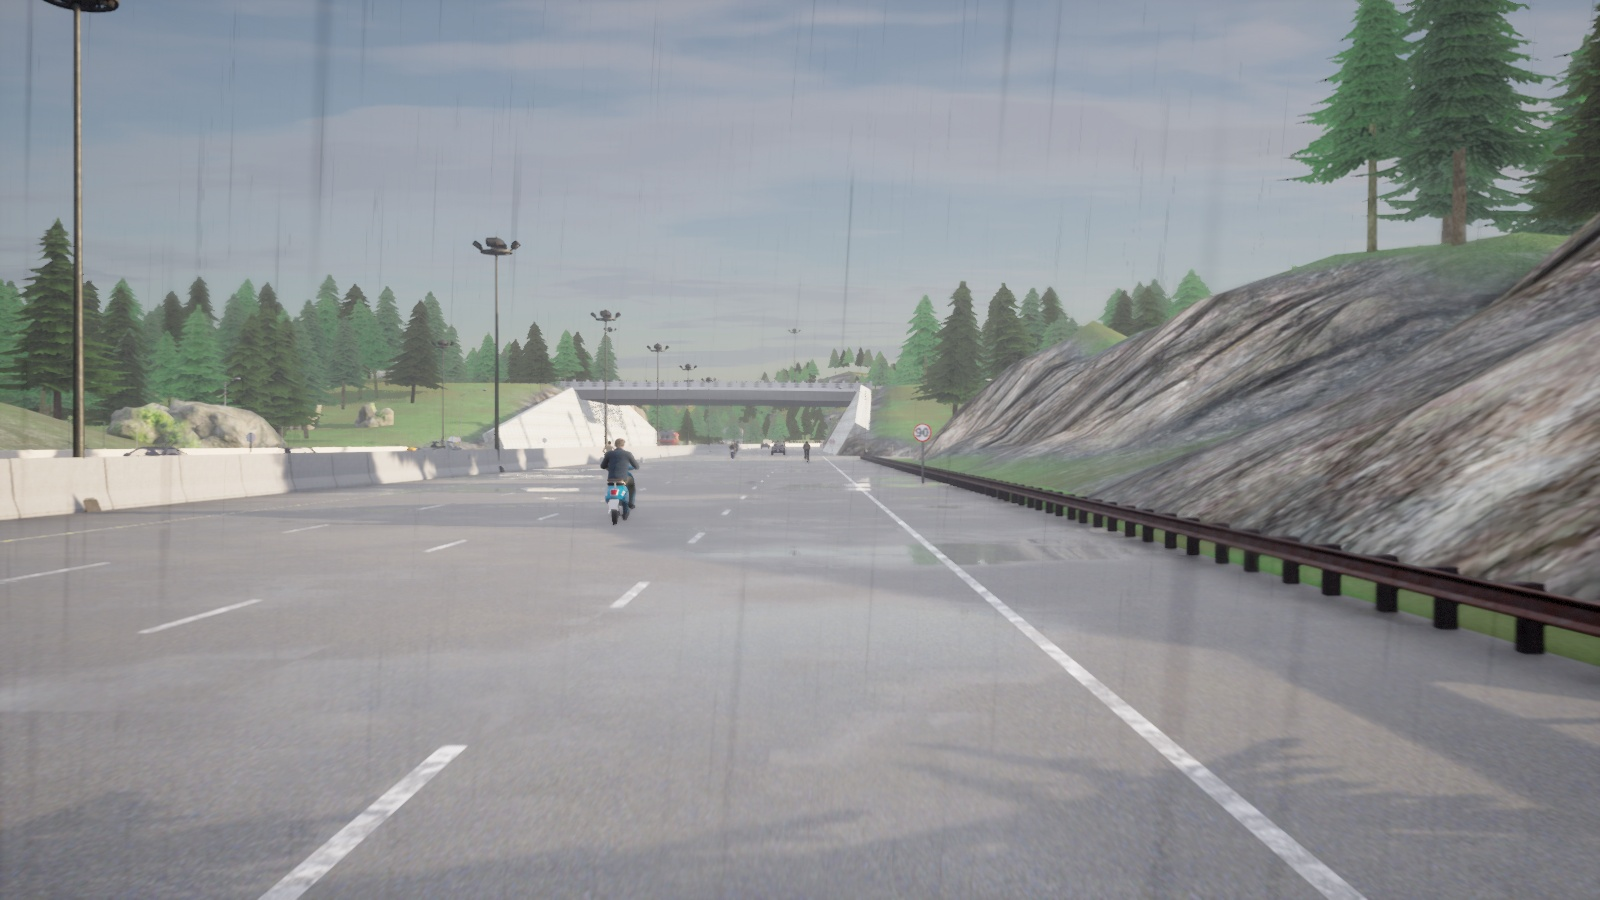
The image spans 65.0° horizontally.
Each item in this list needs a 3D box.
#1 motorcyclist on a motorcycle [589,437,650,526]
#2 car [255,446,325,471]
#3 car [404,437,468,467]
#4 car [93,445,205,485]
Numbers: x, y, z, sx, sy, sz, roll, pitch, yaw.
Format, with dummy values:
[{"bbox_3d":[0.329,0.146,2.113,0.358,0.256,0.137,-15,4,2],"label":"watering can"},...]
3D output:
[{"bbox_3d":[-3.358,0.565,23.480,0.866,1.590,1.817,0,0,0],"label":"motorcyclist on a motorcycle"},{"bbox_3d":[-27.616,0.441,68.160,1.895,1.301,4.718,0,0,0],"label":"car"},{"bbox_3d":[-20.599,0.107,71.318,2.152,1.651,5.027,0,0,0],"label":"car"},{"bbox_3d":[-24.231,0.526,46.919,1.994,1.385,4.181,0,0,0],"label":"car"}]
